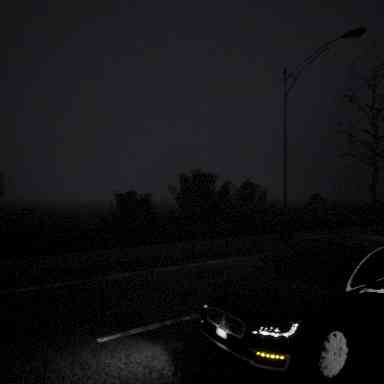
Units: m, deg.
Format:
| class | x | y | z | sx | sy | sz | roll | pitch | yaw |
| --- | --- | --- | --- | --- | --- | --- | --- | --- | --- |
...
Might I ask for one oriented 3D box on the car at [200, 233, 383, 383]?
| class | x | y | z | sx | sy | sz | roll | pitch | yaw |
| --- | --- | --- | --- | --- | --- | --- | --- | --- | --- |
| car | 2.410 | 1.497 | 5.440 | 4.892 | 1.490 | 1.837 | 0 | 0 | -33 |
